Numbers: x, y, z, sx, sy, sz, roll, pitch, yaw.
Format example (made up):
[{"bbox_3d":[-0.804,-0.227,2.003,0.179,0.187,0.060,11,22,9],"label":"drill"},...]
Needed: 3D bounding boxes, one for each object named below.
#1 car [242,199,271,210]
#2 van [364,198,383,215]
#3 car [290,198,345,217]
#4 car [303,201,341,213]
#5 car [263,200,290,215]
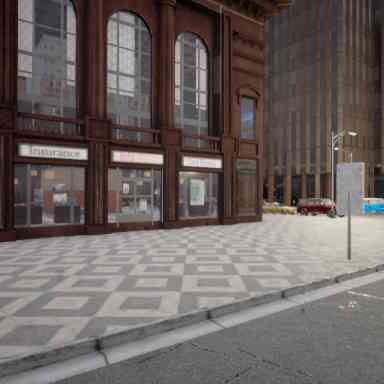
[{"bbox_3d":[9.913,1.891,51.369,1.967,1.590,4.097,-1,0,-35],"label":"car"},{"bbox_3d":[19.635,1.588,37.581,1.690,1.788,3.998,-1,0,-35],"label":"van"},{"bbox_3d":[12.672,1.522,32.661,2.192,1.841,5.009,0,0,-35],"label":"car"},{"bbox_3d":[16.397,1.897,42.176,1.802,1.307,4.206,-1,0,-35],"label":"car"},{"bbox_3d":[9.532,1.798,37.118,1.752,1.417,4.829,0,0,-35],"label":"car"}]
